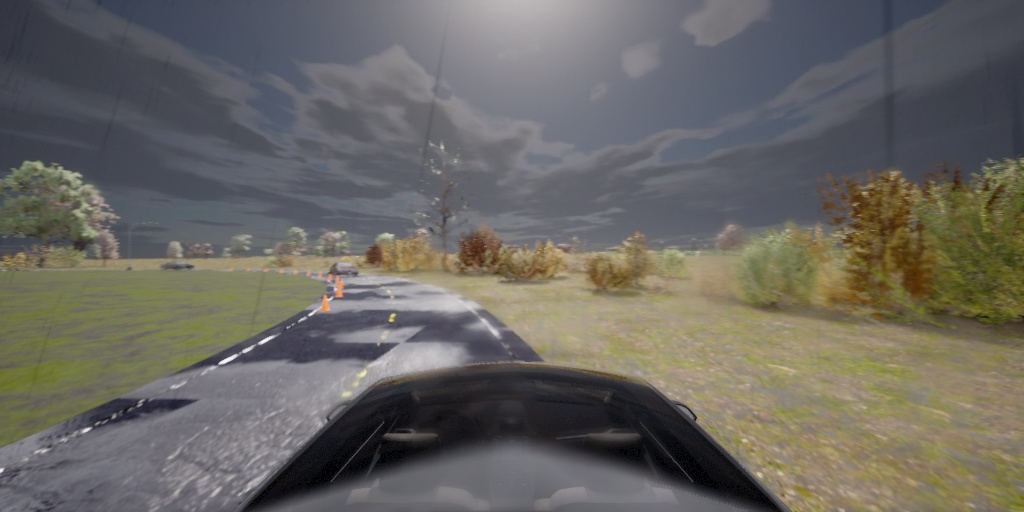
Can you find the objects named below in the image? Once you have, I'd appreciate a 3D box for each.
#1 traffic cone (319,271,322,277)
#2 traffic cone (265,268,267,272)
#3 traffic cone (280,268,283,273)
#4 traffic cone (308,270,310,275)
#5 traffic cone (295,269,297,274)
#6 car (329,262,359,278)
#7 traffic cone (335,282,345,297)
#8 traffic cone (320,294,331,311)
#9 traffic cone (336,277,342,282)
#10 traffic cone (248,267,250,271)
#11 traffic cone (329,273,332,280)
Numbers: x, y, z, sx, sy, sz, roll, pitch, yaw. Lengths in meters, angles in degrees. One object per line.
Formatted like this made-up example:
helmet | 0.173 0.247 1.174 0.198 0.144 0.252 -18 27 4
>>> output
traffic cone | -18.437 1.757 34.508 0.340 0.580 0.340 0 0 -39
traffic cone | -32.585 1.807 47.495 0.340 0.580 0.340 0 0 34
traffic cone | -28.699 1.788 44.647 0.340 0.580 0.340 0 0 38
traffic cone | -21.606 1.765 38.137 0.340 0.580 0.340 0 0 -43
traffic cone | -25.033 1.774 41.522 0.340 0.580 0.340 0 0 43
car | -16.618 1.322 35.346 1.812 1.442 4.674 0 0 -39
traffic cone | -8.657 1.739 17.979 0.340 0.580 0.340 0 0 -22
traffic cone | -7.003 1.739 13.455 0.340 0.580 0.340 0 0 -18
traffic cone | -10.640 1.741 22.370 0.340 0.580 0.340 0 0 -26
traffic cone | -36.670 1.830 50.049 0.340 0.580 0.340 0 0 30
traffic cone | -15.542 1.751 30.657 0.340 0.580 0.340 0 0 -35
